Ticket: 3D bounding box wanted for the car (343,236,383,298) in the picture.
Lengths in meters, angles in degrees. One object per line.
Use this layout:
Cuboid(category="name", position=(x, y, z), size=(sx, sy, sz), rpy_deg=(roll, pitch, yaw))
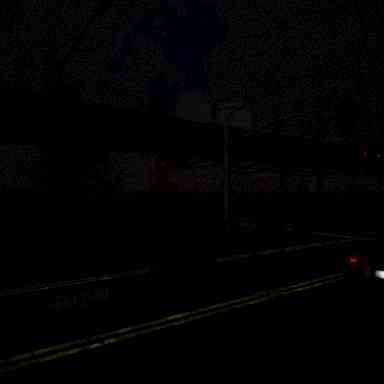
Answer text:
Cuboid(category="car", position=(5.327, 1.564, 7.572), size=(4.181, 1.385, 1.994), rpy_deg=(0, 0, -35))
